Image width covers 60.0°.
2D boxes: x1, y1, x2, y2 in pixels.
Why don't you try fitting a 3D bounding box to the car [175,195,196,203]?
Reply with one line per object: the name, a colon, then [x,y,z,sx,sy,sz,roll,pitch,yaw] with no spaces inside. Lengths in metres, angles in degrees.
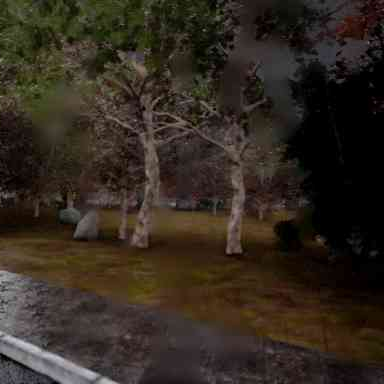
car: [-2.260,1.981,93.671,2.435,2.045,5.566,5,1,42]
